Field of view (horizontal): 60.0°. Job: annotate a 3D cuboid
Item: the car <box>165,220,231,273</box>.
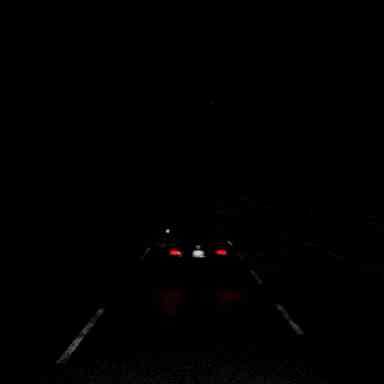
[{"bbox_3d":[0.105,1.610,10.880,2.033,1.411,5.357,0,0,-1],"label":"car"}]
